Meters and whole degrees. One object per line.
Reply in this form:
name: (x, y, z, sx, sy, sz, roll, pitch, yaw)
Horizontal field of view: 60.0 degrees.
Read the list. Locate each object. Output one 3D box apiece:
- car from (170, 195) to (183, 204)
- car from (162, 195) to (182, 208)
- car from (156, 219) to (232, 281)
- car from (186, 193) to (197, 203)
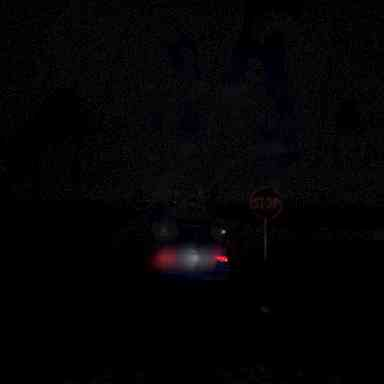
car: (-2.807, 1.388, 60.596, 2.128, 1.511, 4.902, 0, 0, 1)
car: (-2.846, 1.247, 44.541, 2.097, 1.767, 4.553, 0, 0, 0)
car: (0.060, 1.509, 9.759, 2.033, 1.411, 5.357, 0, 0, 0)
car: (-0.008, 1.406, 65.044, 1.837, 1.490, 4.892, 0, 0, 0)
